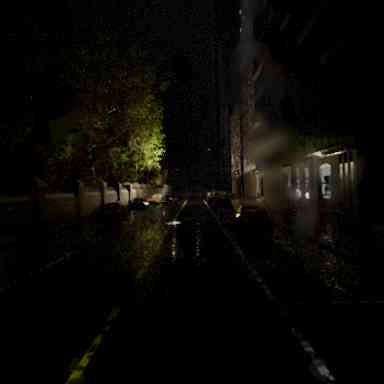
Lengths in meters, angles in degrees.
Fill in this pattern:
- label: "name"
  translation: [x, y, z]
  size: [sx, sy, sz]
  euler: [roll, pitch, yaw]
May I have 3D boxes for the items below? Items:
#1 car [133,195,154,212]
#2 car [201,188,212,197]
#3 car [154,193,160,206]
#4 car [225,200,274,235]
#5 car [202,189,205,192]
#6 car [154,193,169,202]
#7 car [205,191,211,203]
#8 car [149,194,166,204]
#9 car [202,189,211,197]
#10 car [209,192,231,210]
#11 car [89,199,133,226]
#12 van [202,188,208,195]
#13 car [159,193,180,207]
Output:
- label: "car"
  translation: [-5.361, 1.234, 33.547]
  size: [2.008, 1.369, 4.403]
  euler: [-1, 1, 1]
- label: "car"
  translation: [3.403, 0.107, 78.891]
  size: [2.192, 1.841, 5.009]
  euler: [-1, 1, 1]
- label: "car"
  translation: [-5.264, 1.047, 44.740]
  size: [1.752, 1.417, 4.829]
  euler: [-1, 1, 1]
- label: "car"
  translation: [2.871, 1.293, 16.410]
  size: [1.802, 1.307, 4.206]
  euler: [-1, 1, 1]
- label: "car"
  translation: [3.359, 0.463, 73.213]
  size: [1.802, 1.307, 4.206]
  euler: [-1, 1, 1]
- label: "car"
  translation: [-5.165, 0.901, 56.275]
  size: [2.008, 1.369, 4.403]
  euler: [-1, 1, 1]
- label: "car"
  translation: [3.115, 0.875, 44.812]
  size: [1.947, 1.339, 4.313]
  euler: [-1, 1, 1]
- label: "car"
  translation: [-5.214, 0.986, 50.593]
  size: [2.008, 1.369, 4.403]
  euler: [-1, 1, 1]
- label: "car"
  translation: [3.212, 0.691, 56.174]
  size: [2.008, 1.369, 4.403]
  euler: [-1, 1, 1]
- label: "car"
  translation: [3.017, 1.018, 33.451]
  size: [1.887, 1.381, 4.507]
  euler: [-1, 1, 1]
- label: "car"
  translation: [-5.458, 1.388, 22.182]
  size: [1.887, 1.381, 4.507]
  euler: [-1, 1, 1]
- label: "van"
  translation: [3.501, -0.049, 90.251]
  size: [1.690, 1.788, 3.998]
  euler: [-1, 1, 1]
- label: "car"
  translation: [-2.610, 1.007, 41.414]
  size: [1.837, 1.490, 4.892]
  euler: [-1, 1, 1]
